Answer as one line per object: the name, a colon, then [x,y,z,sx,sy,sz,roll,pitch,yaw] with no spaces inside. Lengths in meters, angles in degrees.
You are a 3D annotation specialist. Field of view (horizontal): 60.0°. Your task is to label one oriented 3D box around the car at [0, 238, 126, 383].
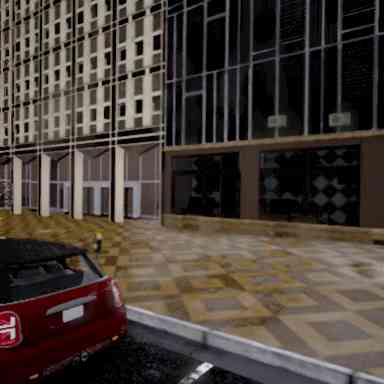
car: [-2.949,1.417,4.967,4.097,1.590,1.967,0,1,35]
